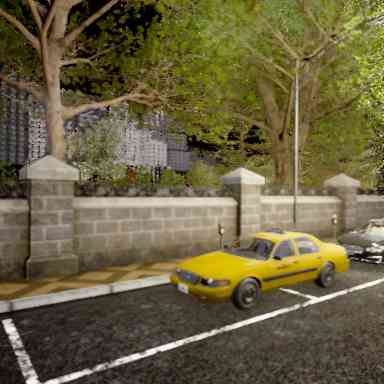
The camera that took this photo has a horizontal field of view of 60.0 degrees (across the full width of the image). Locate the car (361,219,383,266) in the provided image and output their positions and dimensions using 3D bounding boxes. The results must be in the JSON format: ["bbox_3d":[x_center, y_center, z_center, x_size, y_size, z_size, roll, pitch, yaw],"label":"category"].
[{"bbox_3d":[6.564,1.601,11.237,4.403,1.369,2.008,0,0,-36],"label":"car"}]

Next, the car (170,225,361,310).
[{"bbox_3d":[1.800,1.551,7.837,4.829,1.417,1.752,0,0,-36],"label":"car"}]
